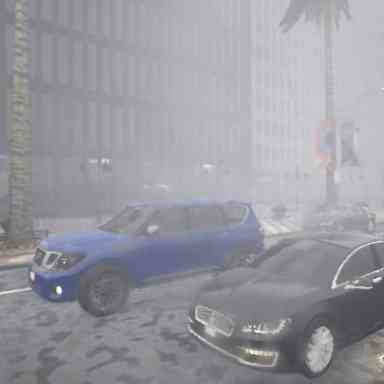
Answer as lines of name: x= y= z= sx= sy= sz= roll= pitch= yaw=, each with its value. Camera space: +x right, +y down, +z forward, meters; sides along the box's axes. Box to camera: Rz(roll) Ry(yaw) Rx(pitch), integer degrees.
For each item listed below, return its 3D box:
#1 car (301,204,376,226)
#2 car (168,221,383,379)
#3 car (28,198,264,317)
car: x=7.737 y=1.400 z=17.390 sx=4.892 sy=1.521 sz=2.231 roll=0 pitch=0 yaw=-35
car: x=2.216 y=1.479 z=5.551 sx=4.892 sy=1.490 sz=1.837 roll=0 pitch=0 yaw=-35
car: x=-0.699 y=1.194 z=7.778 sx=5.566 sy=2.045 sz=2.150 roll=0 pitch=0 yaw=-35
